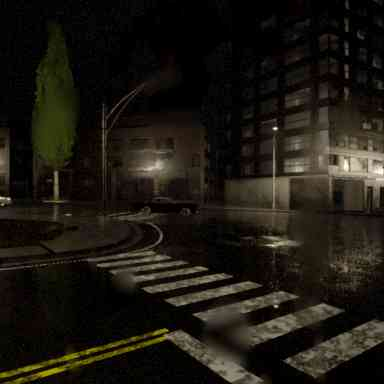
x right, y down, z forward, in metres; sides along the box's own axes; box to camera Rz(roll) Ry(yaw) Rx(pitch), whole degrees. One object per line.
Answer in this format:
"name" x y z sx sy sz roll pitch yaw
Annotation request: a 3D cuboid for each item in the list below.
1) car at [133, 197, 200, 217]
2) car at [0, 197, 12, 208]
"car" -1.798 1.062 24.488 4.718 1.301 1.895 1 0 11
"car" -17.576 0.674 27.651 4.718 1.301 1.895 1 0 11
